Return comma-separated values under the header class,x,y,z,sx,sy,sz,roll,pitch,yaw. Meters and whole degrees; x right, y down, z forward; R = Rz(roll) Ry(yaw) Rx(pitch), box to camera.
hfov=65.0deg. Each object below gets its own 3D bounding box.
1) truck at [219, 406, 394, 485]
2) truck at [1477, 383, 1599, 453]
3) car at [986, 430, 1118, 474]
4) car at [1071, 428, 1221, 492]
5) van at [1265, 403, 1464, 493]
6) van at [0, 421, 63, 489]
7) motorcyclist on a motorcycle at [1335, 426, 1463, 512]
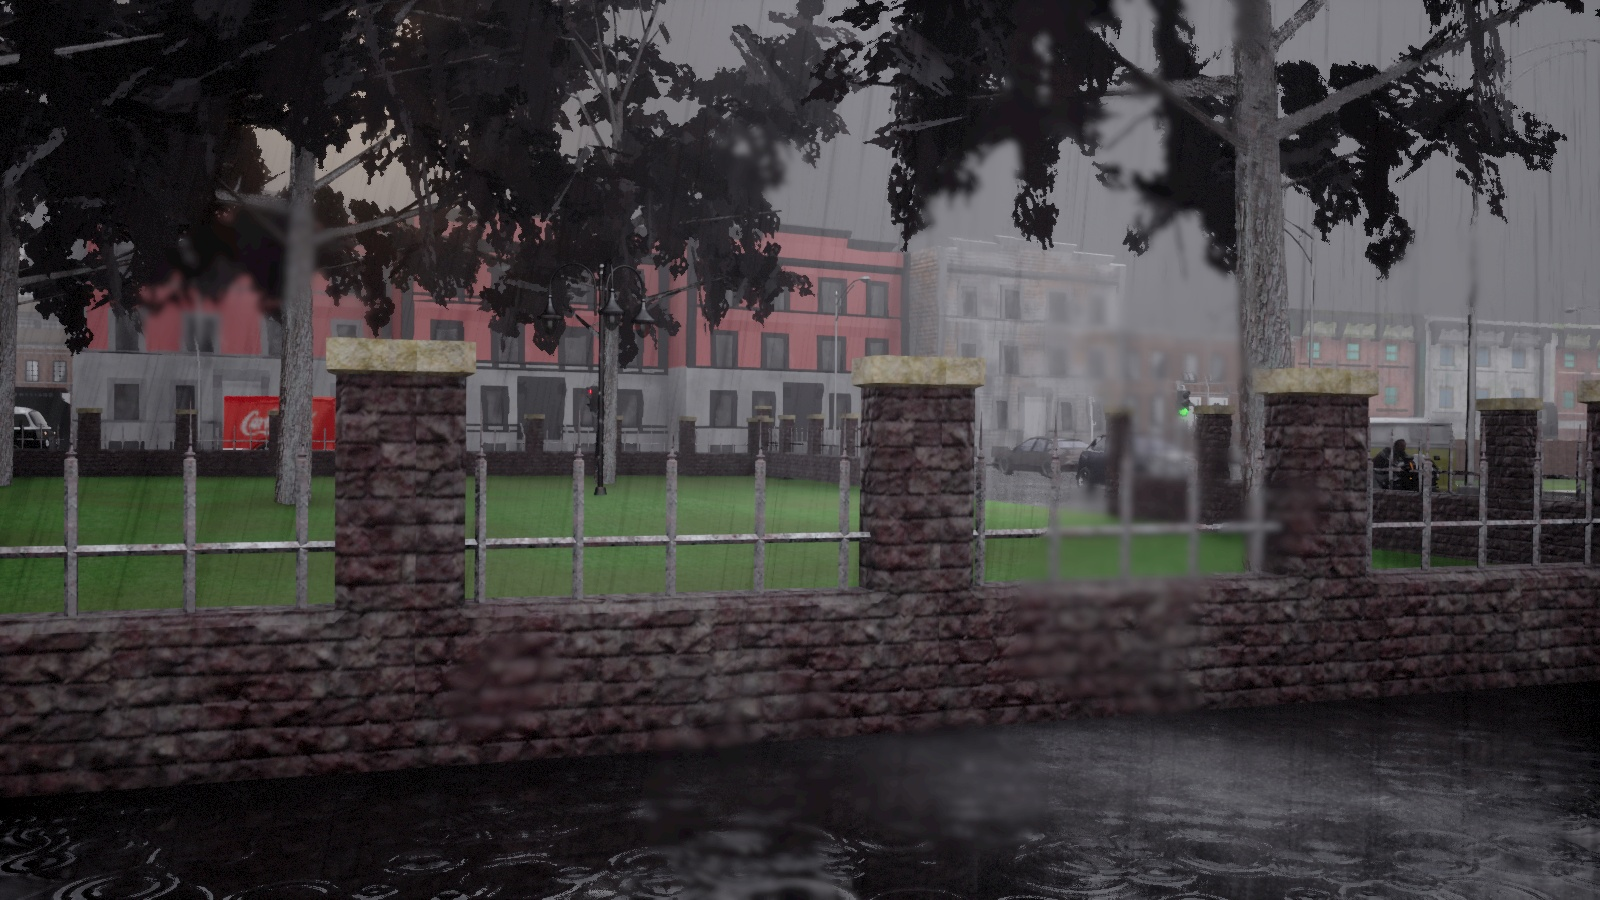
class,x,y,z,sx,sy,sz,roll,pitch,yaw
truck,-16.271,-0.192,41.748,5.204,2.467,2.627,-1,1,-18
truck,39.333,-1.667,65.019,7.936,3.462,2.891,-1,1,-19
car,8.641,0.043,43.618,2.033,1.411,5.357,-1,1,-20
car,8.567,0.208,31.409,1.845,1.501,3.633,-1,1,-20
van,13.331,-0.081,29.951,1.775,1.987,4.442,-1,1,-19
van,-25.457,0.169,38.585,4.480,2.038,2.069,-1,1,-19
motorcyclist on a motorcycle,11.227,0.327,23.635,0.866,1.530,2.191,-1,1,-21
